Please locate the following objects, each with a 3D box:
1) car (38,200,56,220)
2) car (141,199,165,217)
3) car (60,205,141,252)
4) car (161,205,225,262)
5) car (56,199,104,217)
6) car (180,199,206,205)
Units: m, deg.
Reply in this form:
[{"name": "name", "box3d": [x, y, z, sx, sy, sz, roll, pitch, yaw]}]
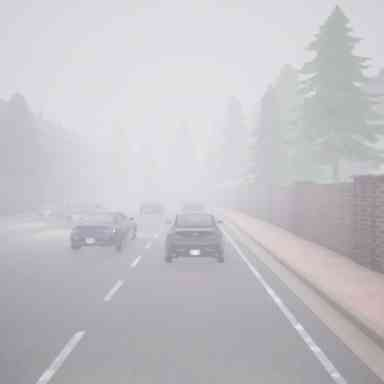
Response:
[{"name": "car", "box3d": [-10.627, 1.352, 26.755, 2.128, 1.511, 4.902, 0, 0, 0]}, {"name": "car", "box3d": [-3.442, 1.322, 29.547, 1.882, 1.535, 5.008, 0, 0, 0]}, {"name": "car", "box3d": [-3.425, 1.455, 13.464, 1.812, 1.442, 4.674, 0, 0, 0]}, {"name": "car", "box3d": [0.088, 1.443, 11.856, 1.837, 1.490, 4.892, 0, 1, 0]}, {"name": "car", "box3d": [-7.125, 1.372, 22.826, 2.128, 1.511, 4.902, 0, 0, 0]}, {"name": "car", "box3d": [0.065, 1.357, 27.994, 1.837, 1.490, 4.892, 0, 0, 0]}]
